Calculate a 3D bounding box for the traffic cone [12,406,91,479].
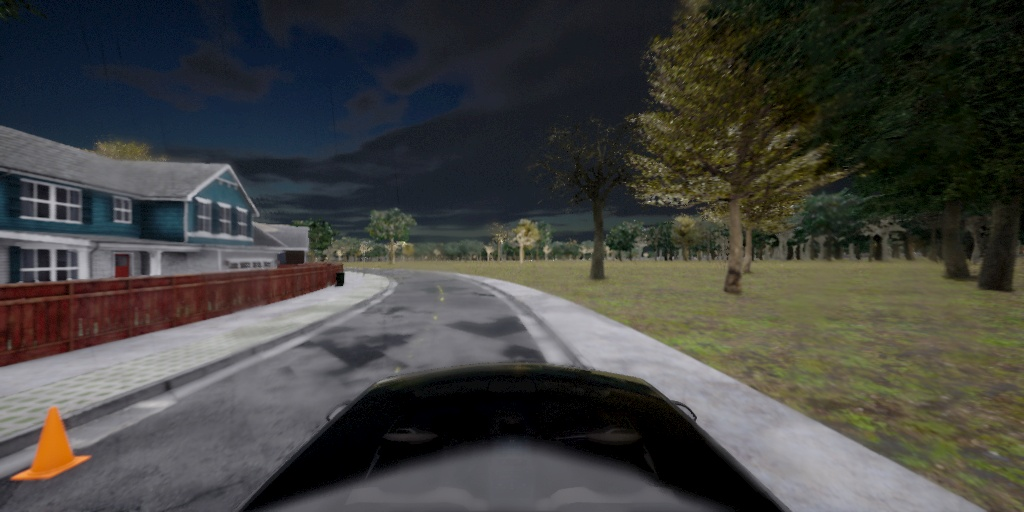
[{"bbox_3d":[-4.402,1.745,3.444,0.340,0.580,0.340,0,0,-2],"label":"traffic cone"}]
